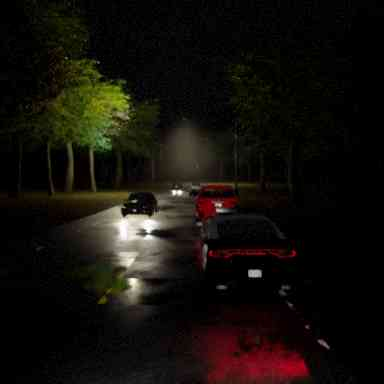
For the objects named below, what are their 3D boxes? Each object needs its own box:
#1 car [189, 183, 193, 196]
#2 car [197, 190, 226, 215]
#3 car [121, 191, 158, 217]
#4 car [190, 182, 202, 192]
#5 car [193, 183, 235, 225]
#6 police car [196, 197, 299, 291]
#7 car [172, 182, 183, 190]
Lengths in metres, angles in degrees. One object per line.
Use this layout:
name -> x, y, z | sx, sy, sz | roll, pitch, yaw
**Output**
car -> 0.549, -0.195, 46.118 | 2.033, 1.411, 5.357 | 0, 3, 1
car -> 1.322, 0.667, 24.357 | 1.837, 1.490, 4.892 | 0, 2, 1
car -> -3.348, 0.760, 21.943 | 1.837, 1.490, 4.892 | 0, 2, 1
car -> 0.670, -0.923, 59.814 | 2.033, 1.411, 5.357 | 0, 3, 1
car -> 1.256, 0.613, 18.380 | 2.150, 2.045, 5.566 | 0, 2, 1
police car -> 1.145, 1.158, 8.476 | 1.930, 1.638, 5.238 | 0, 2, 1
car -> -2.815, -1.203, 63.610 | 2.128, 1.511, 4.902 | 0, 4, 1
